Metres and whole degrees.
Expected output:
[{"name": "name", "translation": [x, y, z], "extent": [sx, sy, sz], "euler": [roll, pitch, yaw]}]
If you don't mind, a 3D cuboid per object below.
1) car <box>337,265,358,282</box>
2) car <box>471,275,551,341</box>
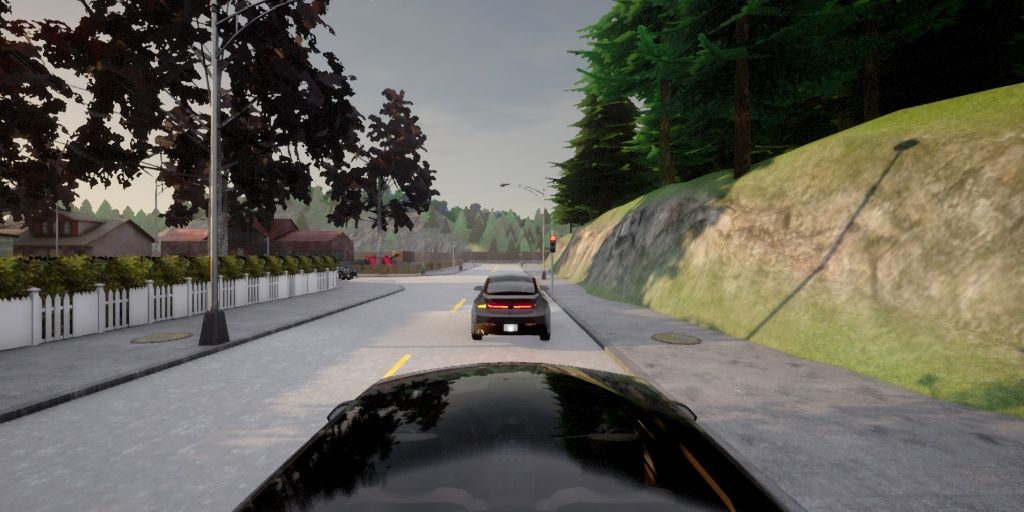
[{"name": "car", "translation": [-14.609, 1.101, 28.162], "extent": [4.553, 1.767, 2.097], "euler": [0, 0, -2]}, {"name": "car", "translation": [-0.017, 1.255, 9.933], "extent": [1.837, 1.490, 4.892], "euler": [0, 0, 0]}]
